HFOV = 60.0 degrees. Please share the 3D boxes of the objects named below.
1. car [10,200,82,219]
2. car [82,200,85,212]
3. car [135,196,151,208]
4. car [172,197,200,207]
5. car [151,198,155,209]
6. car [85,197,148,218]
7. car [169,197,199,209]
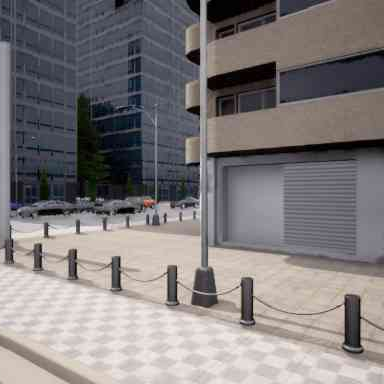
[{"bbox_3d":[-12.378,1.445,28.394,2.128,1.511,4.902,0,0,36],"label":"car"},{"bbox_3d":[-11.711,1.519,35.291,1.994,1.385,4.181,0,0,36],"label":"car"},{"bbox_3d":[-7.036,1.306,35.796,2.097,1.767,4.553,0,0,36],"label":"car"},{"bbox_3d":[-0.805,1.481,50.371,1.812,1.442,4.674,0,0,36],"label":"car"},{"bbox_3d":[-6.769,1.307,42.140,2.097,1.767,4.553,0,0,36],"label":"car"},{"bbox_3d":[-6.678,1.444,29.970,2.128,1.511,4.902,0,0,36],"label":"car"},{"bbox_3d":[-0.964,1.459,44.195,1.837,1.490,4.892,0,0,36],"label":"car"}]
